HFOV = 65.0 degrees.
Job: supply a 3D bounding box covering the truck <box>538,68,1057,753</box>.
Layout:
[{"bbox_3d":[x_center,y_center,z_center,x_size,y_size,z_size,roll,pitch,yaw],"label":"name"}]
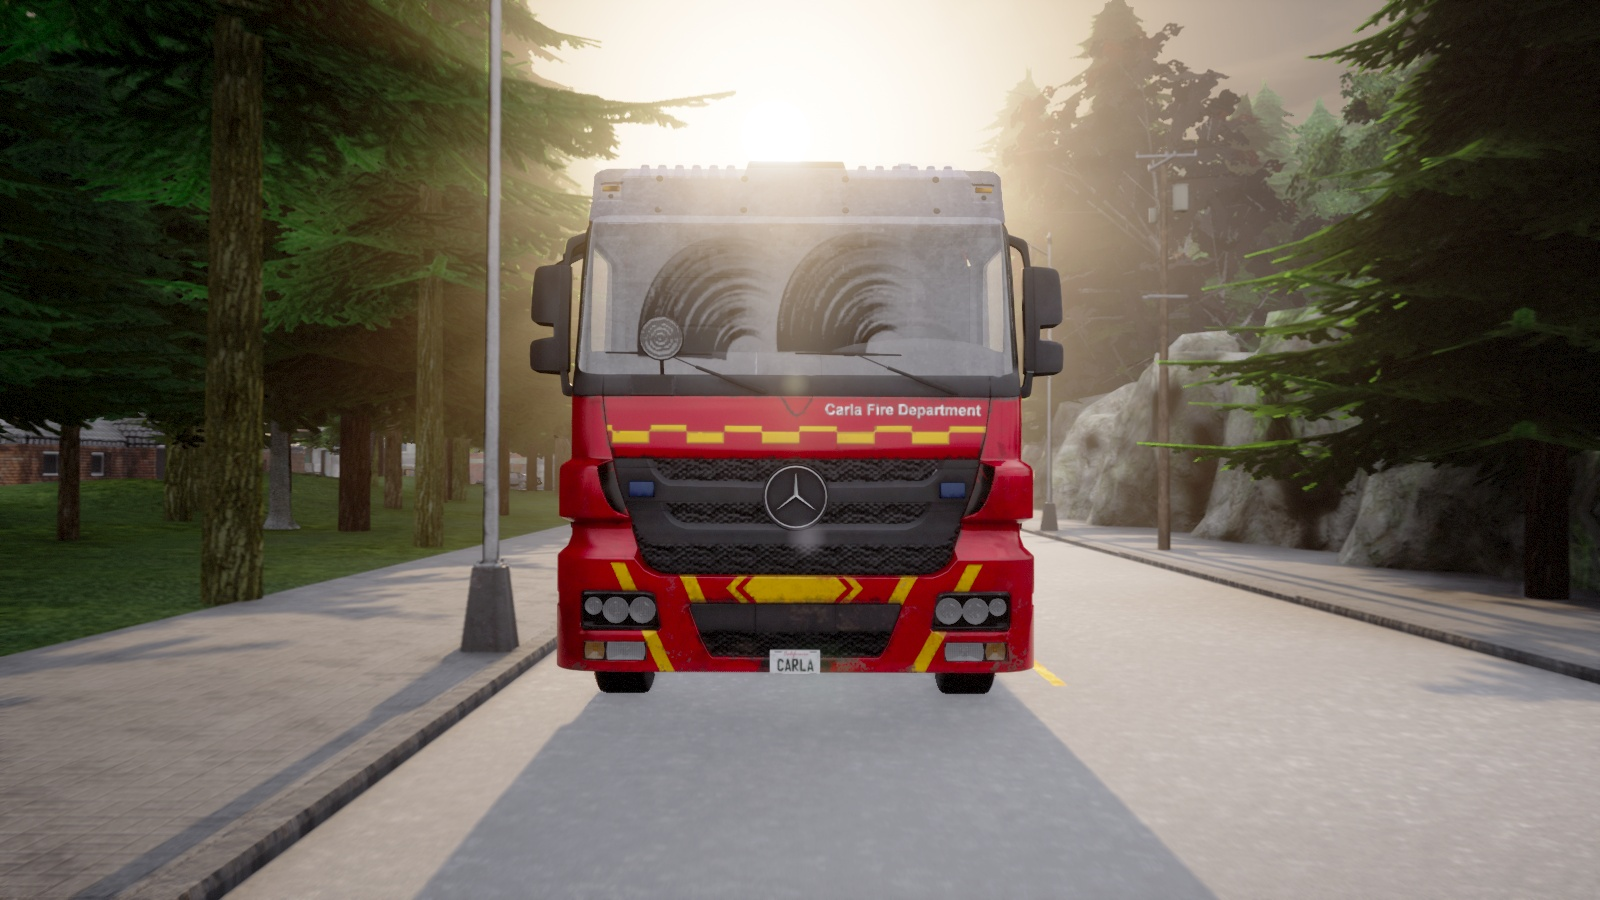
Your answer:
[{"bbox_3d":[-0.031,-0.161,11.263,2.891,3.827,8.468,0,-1,0],"label":"truck"}]
